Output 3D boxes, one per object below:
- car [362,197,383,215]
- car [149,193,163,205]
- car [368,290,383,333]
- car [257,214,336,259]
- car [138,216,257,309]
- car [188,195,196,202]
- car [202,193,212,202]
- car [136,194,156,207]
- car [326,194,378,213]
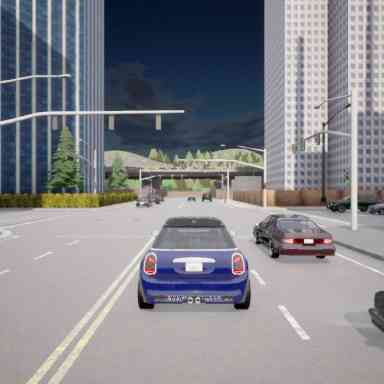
[{"bbox_3d":[19.992,1.526,33.099,4.674,1.442,1.812,0,0,0],"label":"car"},{"bbox_3d":[-7.120,1.224,60.472,2.150,2.045,5.566,0,0,0],"label":"car"},{"bbox_3d":[3.599,1.547,2.580,2.033,1.411,5.357,0,0,0],"label":"car"},{"bbox_3d":[3.599,1.547,12.648,2.033,1.411,5.357,0,0,1],"label":"car"},{"bbox_3d":[0.053,1.352,8.018,2.097,1.767,4.553,0,0,0],"label":"car"},{"bbox_3d":[-0.065,1.501,77.708,1.812,1.442,4.674,0,0,0],"label":"car"},{"bbox_3d":[3.435,1.202,77.740,2.150,2.045,5.566,0,0,0],"label":"car"},{"bbox_3d":[-7.137,1.491,49.786,2.128,1.511,4.902,0,0,0],"label":"car"},{"bbox_3d":[17.813,1.221,36.631,5.566,2.045,2.150,0,0,0],"label":"car"}]
